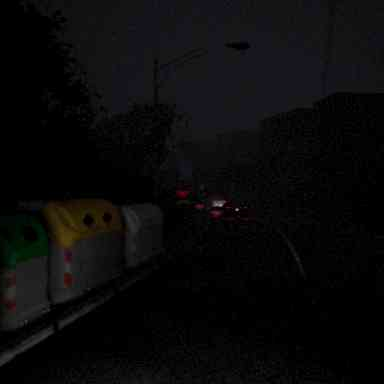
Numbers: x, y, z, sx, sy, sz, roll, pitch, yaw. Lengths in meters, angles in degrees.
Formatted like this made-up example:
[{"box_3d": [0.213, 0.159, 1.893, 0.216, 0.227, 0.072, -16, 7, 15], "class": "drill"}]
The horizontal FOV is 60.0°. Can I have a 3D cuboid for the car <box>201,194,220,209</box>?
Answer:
[{"box_3d": [2.757, 1.209, 39.193, 1.812, 1.442, 4.674, 0, 2, -10], "class": "car"}]

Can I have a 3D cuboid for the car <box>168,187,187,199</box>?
[{"box_3d": [-2.456, 0.101, 57.297, 2.150, 2.045, 5.566, -1, 4, -21], "class": "car"}]

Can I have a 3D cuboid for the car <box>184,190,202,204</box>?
[{"box_3d": [0.782, 0.895, 48.134, 1.812, 1.442, 4.674, -1, 3, -19], "class": "car"}]

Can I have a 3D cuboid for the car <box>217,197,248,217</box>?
[{"box_3d": [3.674, 1.413, 29.342, 1.994, 1.385, 4.181, 0, 0, -1], "class": "car"}]
